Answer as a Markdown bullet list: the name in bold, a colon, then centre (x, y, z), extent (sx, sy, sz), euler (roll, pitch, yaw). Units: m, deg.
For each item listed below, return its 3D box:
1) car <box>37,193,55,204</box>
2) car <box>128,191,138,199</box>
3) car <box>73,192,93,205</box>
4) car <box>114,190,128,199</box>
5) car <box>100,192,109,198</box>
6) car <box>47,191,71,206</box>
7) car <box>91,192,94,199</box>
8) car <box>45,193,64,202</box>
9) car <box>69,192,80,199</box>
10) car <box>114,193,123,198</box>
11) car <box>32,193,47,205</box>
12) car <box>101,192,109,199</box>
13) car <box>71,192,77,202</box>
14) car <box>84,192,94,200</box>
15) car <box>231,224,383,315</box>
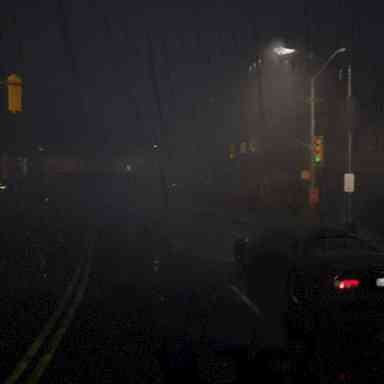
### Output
- **car**: centre (-24.929, 1.019, 56.794), extent (2.185, 1.767, 4.553), euler (0, 0, -16)
- **car**: centre (-14.708, 0.990, 82.501), extent (1.895, 1.301, 4.718), euler (0, 0, -16)
- **car**: centre (-16.295, 1.200, 49.981), extent (1.812, 1.442, 4.674), euler (0, 1, -15)
- **car**: centre (-17.000, 0.659, 78.872), extent (2.150, 2.045, 5.566), euler (0, 0, -15)
- **car**: centre (-23.084, 0.854, 87.958), extent (2.128, 1.511, 4.902), euler (0, 0, -16)
- **car**: centre (-19.925, 0.910, 49.938), extent (2.150, 2.045, 5.566), euler (0, 1, -16)
- **car**: centre (-19.906, 0.938, 63.074), extent (2.097, 1.767, 4.553), euler (0, 0, -15)
- **car**: centre (-27.797, 1.075, 67.182), extent (2.231, 1.521, 4.892), euler (0, 0, -6)
- **car**: centre (-27.791, 0.809, 78.589), extent (2.097, 1.767, 4.553), euler (0, 0, -15)
- **car**: centre (-19.711, 0.855, 88.894), extent (1.994, 1.385, 4.181), euler (0, 0, -16)
- **car**: centre (-23.064, 1.185, 50.645), extent (2.097, 1.535, 5.008), euler (0, 0, -16)
- **car**: centre (-20.477, 1.053, 78.337), extent (1.895, 1.301, 4.718), euler (0, 0, -15)
- **car**: centre (-23.844, 1.098, 64.206), extent (1.837, 1.490, 4.892), euler (0, 0, -16)
- **car**: centre (-23.918, 0.796, 77.649), extent (2.097, 1.767, 4.553), euler (0, 0, -15)
- **car**: centre (2.564, 1.468, 7.767), extent (2.033, 1.411, 5.357), euler (0, 0, -12)
